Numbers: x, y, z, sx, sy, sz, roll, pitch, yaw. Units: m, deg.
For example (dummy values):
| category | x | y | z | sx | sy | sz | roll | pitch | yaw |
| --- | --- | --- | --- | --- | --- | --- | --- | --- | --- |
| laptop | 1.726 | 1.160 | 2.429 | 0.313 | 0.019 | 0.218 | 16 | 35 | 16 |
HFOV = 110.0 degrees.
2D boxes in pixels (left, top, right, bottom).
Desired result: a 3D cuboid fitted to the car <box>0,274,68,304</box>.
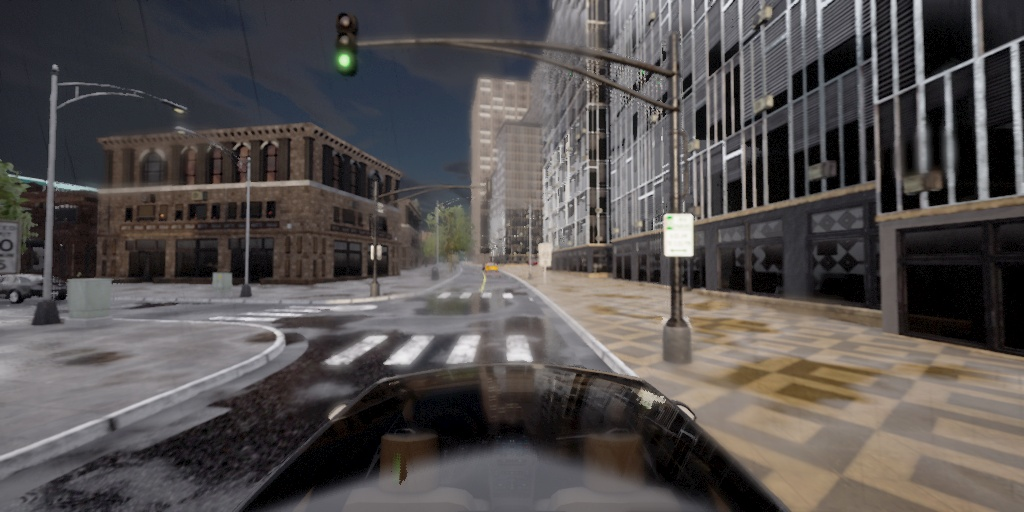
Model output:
| category | x | y | z | sx | sy | sz | roll | pitch | yaw |
| --- | --- | --- | --- | --- | --- | --- | --- | --- | --- |
| car | -24.146 | 1.562 | 17.588 | 4.403 | 1.370 | 2.007 | 0 | 0 | 9 |

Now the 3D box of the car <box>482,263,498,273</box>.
| category | x | y | z | sx | sy | sz | roll | pitch | yaw |
| --- | --- | --- | --- | --- | --- | --- | --- | --- | --- |
| car | -3.304 | 1.829 | 57.145 | 1.882 | 1.535 | 5.008 | 0 | -1 | -7 |
